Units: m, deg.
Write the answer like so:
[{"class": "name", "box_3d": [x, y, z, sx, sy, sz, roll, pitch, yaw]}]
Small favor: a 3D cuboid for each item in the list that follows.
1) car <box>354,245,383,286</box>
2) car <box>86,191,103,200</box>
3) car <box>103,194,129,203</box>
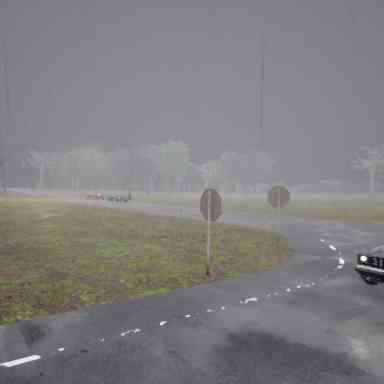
[{"class": "car", "box_3d": [6.040, 1.566, 8.181, 4.718, 1.301, 1.895, -1, 1, -35]}, {"class": "car", "box_3d": [-17.363, 0.511, 59.580, 2.097, 1.767, 4.553, 2, 0, -35]}, {"class": "car", "box_3d": [-11.607, 0.953, 51.441, 1.895, 1.301, 4.718, 2, 0, -35]}]
